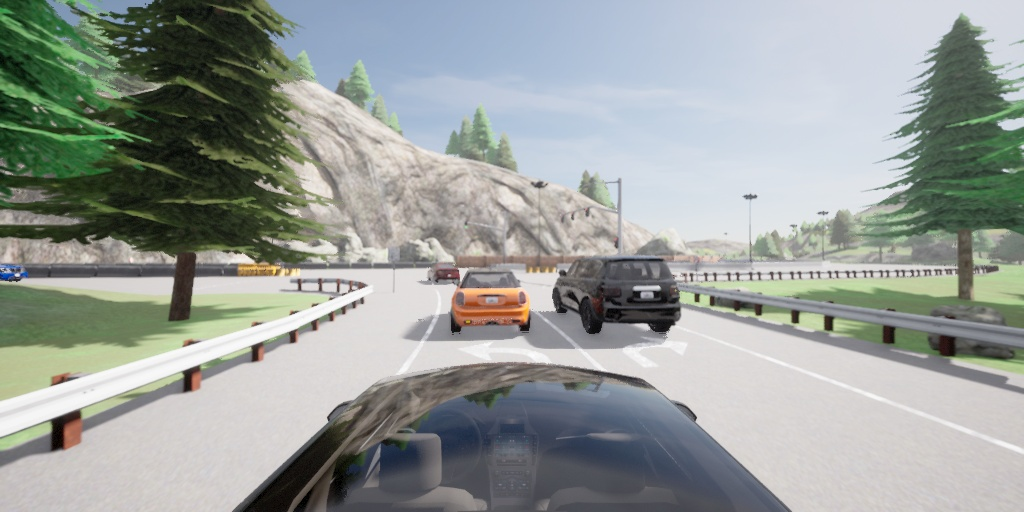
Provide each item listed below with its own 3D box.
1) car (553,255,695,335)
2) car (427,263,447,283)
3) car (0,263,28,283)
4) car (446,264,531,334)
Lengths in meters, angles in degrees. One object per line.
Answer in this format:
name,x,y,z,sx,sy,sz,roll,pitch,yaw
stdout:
car,2.819,1.010,10.923,2.150,2.045,5.566,0,0,-6
car,-5.796,1.365,29.902,1.882,1.535,5.008,0,0,-23
car,-39.634,1.048,26.119,5.566,2.045,2.150,0,0,-15
car,-0.748,1.144,11.088,2.097,1.767,4.553,0,0,-6
